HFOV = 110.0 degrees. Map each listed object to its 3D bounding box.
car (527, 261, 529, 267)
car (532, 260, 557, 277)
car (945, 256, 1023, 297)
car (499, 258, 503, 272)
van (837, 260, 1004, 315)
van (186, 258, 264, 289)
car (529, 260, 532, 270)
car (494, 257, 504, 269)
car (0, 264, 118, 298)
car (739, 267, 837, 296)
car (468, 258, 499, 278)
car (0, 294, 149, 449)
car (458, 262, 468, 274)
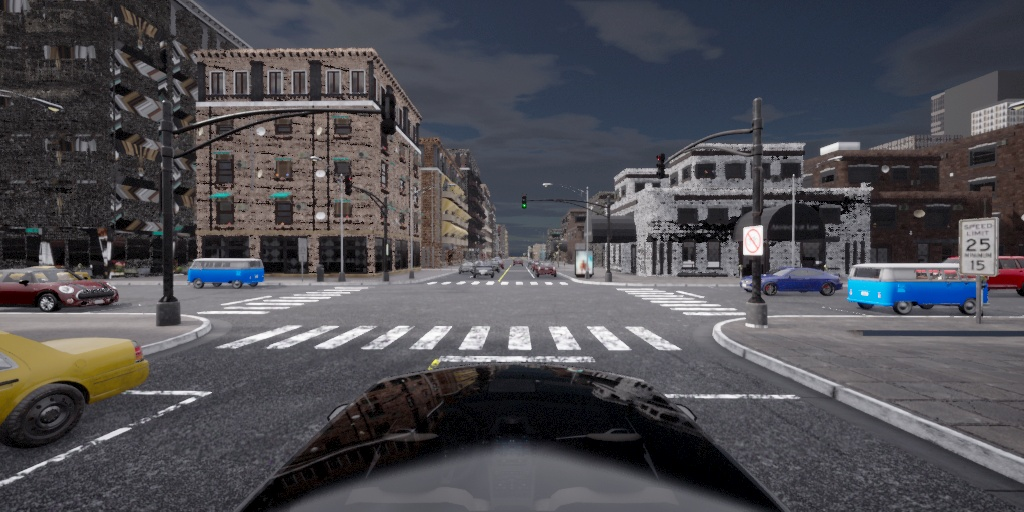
[{"bbox_3d":[3.541,1.327,52.185,2.007,1.370,4.403,0,0,1],"label":"car"},{"bbox_3d":[3.252,1.199,35.097,1.967,1.591,4.097,0,0,1],"label":"car"},{"bbox_3d":[24.350,1.021,18.890,5.566,2.045,2.150,0,0,0],"label":"car"},{"bbox_3d":[-2.387,1.273,43.990,1.837,1.490,4.892,0,0,1],"label":"car"},{"bbox_3d":[14.848,1.157,13.197,3.998,1.789,1.690,0,0,1],"label":"van"},{"bbox_3d":[-17.430,1.032,21.885,3.998,1.789,1.690,0,0,1],"label":"van"},{"bbox_3d":[3.445,1.352,46.489,1.802,1.307,4.207,0,0,1],"label":"car"},{"bbox_3d":[-2.183,1.257,55.283,1.882,1.535,5.008,0,0,1],"label":"car"},{"bbox_3d":[-17.529,1.191,13.505,4.097,1.591,1.967,0,0,1],"label":"car"},{"bbox_3d":[14.688,1.300,18.981,4.674,1.442,1.812,0,0,2],"label":"car"},{"bbox_3d":[-2.572,1.250,33.720,2.128,1.511,4.902,0,0,-1],"label":"car"},{"bbox_3d":[-5.681,1.275,2.607,1.751,1.417,4.829,0,0,1],"label":"car"},{"bbox_3d":[-5.031,1.315,40.923,2.007,1.370,4.403,0,0,1],"label":"car"}]
